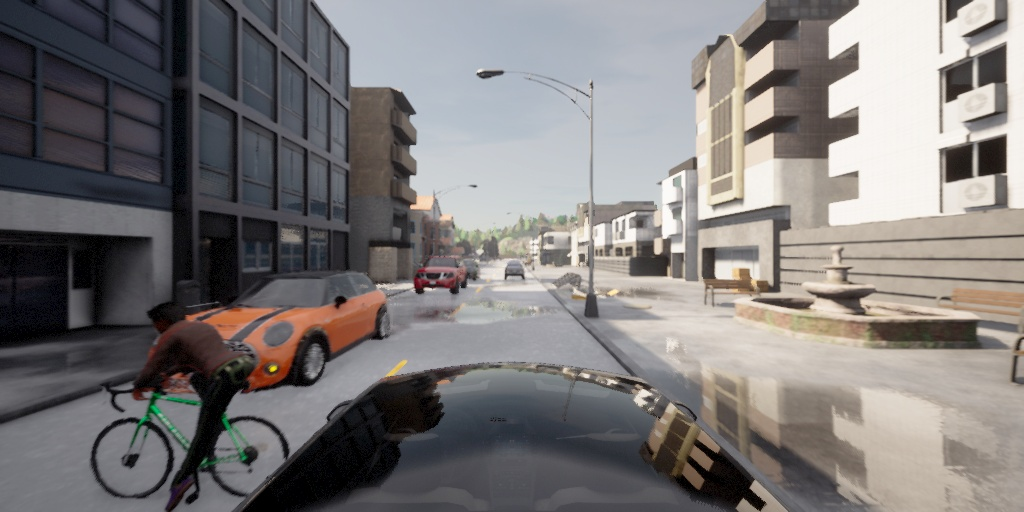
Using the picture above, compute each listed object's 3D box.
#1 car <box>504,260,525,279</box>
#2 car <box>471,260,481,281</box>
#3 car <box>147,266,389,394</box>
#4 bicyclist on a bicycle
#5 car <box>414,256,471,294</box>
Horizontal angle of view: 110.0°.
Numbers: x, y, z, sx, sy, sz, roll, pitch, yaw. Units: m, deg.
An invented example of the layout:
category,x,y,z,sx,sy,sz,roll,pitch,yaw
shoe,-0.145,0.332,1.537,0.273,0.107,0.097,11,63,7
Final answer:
category,x,y,z,sx,sy,sz,roll,pitch,yaw
car,0.216,1.320,32.340,2.033,1.411,5.357,0,0,0
car,-3.894,1.122,30.400,2.097,1.767,4.553,0,0,1
car,-4.080,1.105,6.955,2.097,1.767,4.553,0,0,0
bicyclist on a bicycle,-2.659,1.203,2.953,1.656,1.620,0.582,-1,0,0
car,-3.920,0.986,20.591,2.150,2.045,5.566,0,0,0
